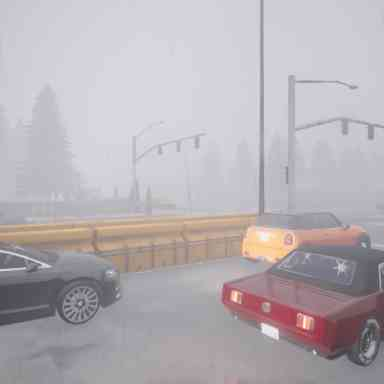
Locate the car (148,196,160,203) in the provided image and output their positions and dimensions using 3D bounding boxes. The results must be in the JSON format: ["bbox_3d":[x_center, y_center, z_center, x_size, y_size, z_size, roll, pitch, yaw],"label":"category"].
[{"bbox_3d":[-8.038,1.514,70.183,2.033,1.411,5.357,0,0,-2],"label":"car"}]

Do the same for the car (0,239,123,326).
[{"bbox_3d":[-3.597,1.492,5.472,4.902,1.511,2.128,0,0,-36],"label":"car"}]

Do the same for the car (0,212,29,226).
[{"bbox_3d":[-11.512,1.547,17.269,5.357,1.411,2.033,0,0,-36],"label":"car"}]

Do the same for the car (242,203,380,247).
[{"bbox_3d":[3.815,1.352,10.781,4.553,1.767,2.097,0,0,-36],"label":"car"}]

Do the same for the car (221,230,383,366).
[{"bbox_3d":[2.868,1.601,5.800,4.718,1.301,1.895,0,0,-36],"label":"car"}]

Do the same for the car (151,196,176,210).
[{"bbox_3d":[-3.984,1.478,43.460,1.882,1.535,5.008,0,0,-36],"label":"car"}]

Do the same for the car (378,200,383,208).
[{"bbox_3d":[26.667,1.547,44.579,5.357,1.411,2.033,0,0,-36],"label":"car"}]
